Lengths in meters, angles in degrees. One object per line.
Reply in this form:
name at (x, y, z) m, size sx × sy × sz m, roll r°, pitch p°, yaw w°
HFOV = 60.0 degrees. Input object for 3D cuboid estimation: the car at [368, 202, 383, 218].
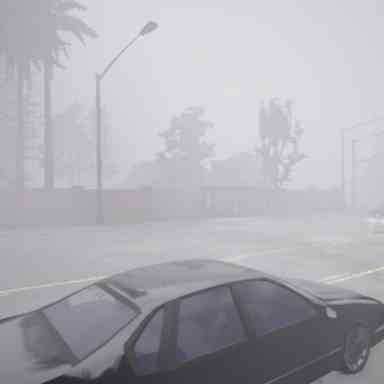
car at (17.792, 1.551, 29.503) m, size 5.357 × 1.411 × 2.033 m, roll 0°, pitch 0°, yaw -35°

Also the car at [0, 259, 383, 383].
car at (0.186, 1.558, 3.879) m, size 5.357 × 1.411 × 2.033 m, roll 0°, pitch 0°, yaw -35°
